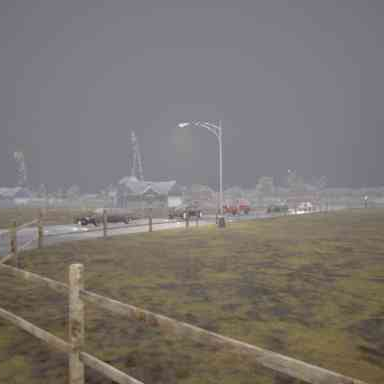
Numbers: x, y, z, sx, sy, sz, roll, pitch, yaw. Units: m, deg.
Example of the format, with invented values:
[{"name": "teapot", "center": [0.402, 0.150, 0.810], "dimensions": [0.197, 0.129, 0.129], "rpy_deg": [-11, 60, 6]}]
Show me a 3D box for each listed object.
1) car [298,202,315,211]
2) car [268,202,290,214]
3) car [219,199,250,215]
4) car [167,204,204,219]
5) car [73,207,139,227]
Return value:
[{"name": "car", "center": [19.451, 2.455, 56.335], "dimensions": [1.812, 1.442, 4.674], "rpy_deg": [-2, -2, 36]}, {"name": "car", "center": [12.082, 2.200, 46.049], "dimensions": [1.837, 1.490, 4.892], "rpy_deg": [-2, -3, 36]}, {"name": "car", "center": [5.608, 1.911, 43.363], "dimensions": [2.150, 2.045, 5.566], "rpy_deg": [-2, -2, 36]}, {"name": "car", "center": [-0.589, 2.012, 34.705], "dimensions": [1.837, 1.490, 4.892], "rpy_deg": [-2, -2, 36]}, {"name": "car", "center": [-6.614, 1.883, 26.293], "dimensions": [2.033, 1.411, 5.357], "rpy_deg": [-2, -2, 36]}]
